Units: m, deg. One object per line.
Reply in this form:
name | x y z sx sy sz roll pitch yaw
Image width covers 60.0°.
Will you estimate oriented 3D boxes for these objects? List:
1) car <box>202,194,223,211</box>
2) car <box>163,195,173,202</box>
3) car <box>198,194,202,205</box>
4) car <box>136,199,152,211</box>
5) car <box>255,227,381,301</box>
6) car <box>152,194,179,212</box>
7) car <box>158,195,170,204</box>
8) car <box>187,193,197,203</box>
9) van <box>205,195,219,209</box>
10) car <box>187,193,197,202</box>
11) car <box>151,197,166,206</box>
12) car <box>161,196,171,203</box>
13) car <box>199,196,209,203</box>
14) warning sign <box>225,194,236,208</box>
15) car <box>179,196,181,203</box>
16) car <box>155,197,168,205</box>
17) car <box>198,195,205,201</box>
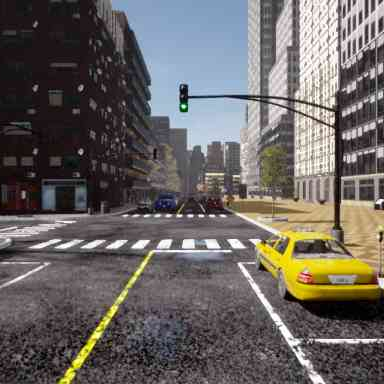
car | 2.668 1.347 40.487 2.192 1.841 5.009 0 0 0
car | -5.728 1.545 79.169 1.967 1.590 4.097 0 0 0
car | 2.659 1.384 62.592 2.192 1.841 5.009 0 0 0
car | -5.711 1.582 40.483 2.008 1.369 4.403 0 0 0
car | 2.683 1.529 8.244 1.752 1.417 4.829 0 0 0
car | -3.122 1.253 40.089 2.150 2.045 5.566 0 0 0
car | -5.724 1.521 68.116 1.967 1.590 4.097 0 0 0
car | -0.030 1.588 69.261 1.837 1.490 4.892 0 0 0
van | 2.666 1.380 46.013 1.690 1.788 3.998 0 0 0
car | -0.033 1.245 79.710 2.150 2.045 5.566 0 0 0
car | -5.718 1.609 57.063 2.008 1.369 4.403 0 0 0
car | -5.725 1.675 73.643 1.802 1.307 4.206 0 0 0
car | 2.655 1.638 73.646 1.887 1.381 4.507 0 0 0
warning sign | 5.053 1.151 43.745 1.300 1.860 1.060 0 0 0
car | -3.112 1.572 50.630 1.812 1.442 4.674 0 0 0
car | -5.721 1.614 62.588 1.887 1.381 4.507 0 0 0
car | 2.648 1.658 90.396 1.752 1.417 4.829 0 0 0
